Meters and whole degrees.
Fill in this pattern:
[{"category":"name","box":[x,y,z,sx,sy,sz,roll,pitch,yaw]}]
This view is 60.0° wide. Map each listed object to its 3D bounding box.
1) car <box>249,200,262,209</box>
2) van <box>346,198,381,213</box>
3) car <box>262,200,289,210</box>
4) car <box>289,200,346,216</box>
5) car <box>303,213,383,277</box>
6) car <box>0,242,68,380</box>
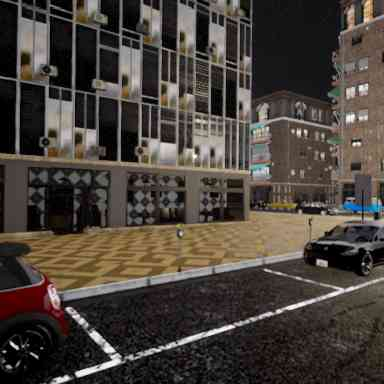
[{"category":"car","box":[9.568,1.889,51.070,1.947,1.339,4.313,1,-1,-35]},{"category":"van","box":[19.062,1.550,37.396,1.690,1.788,3.998,1,-1,-35]},{"category":"car","box":[12.635,1.812,46.652,1.752,1.417,4.829,1,-1,-35]},{"category":"car","box":[12.174,1.639,32.619,2.008,1.369,4.403,1,-1,-35]},{"category":"car","box":[5.327,1.574,10.346,4.313,1.339,1.947,0,1,-35]},{"category":"car","box":[-3.750,1.439,3.874,4.097,1.590,1.967,0,1,-35]}]
